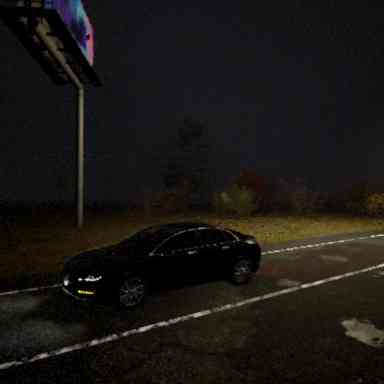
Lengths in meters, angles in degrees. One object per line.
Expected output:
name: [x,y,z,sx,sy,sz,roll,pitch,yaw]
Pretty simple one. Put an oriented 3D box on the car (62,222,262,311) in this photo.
car: [-0.458,1.510,7.858,4.892,1.490,1.837,0,0,-35]
